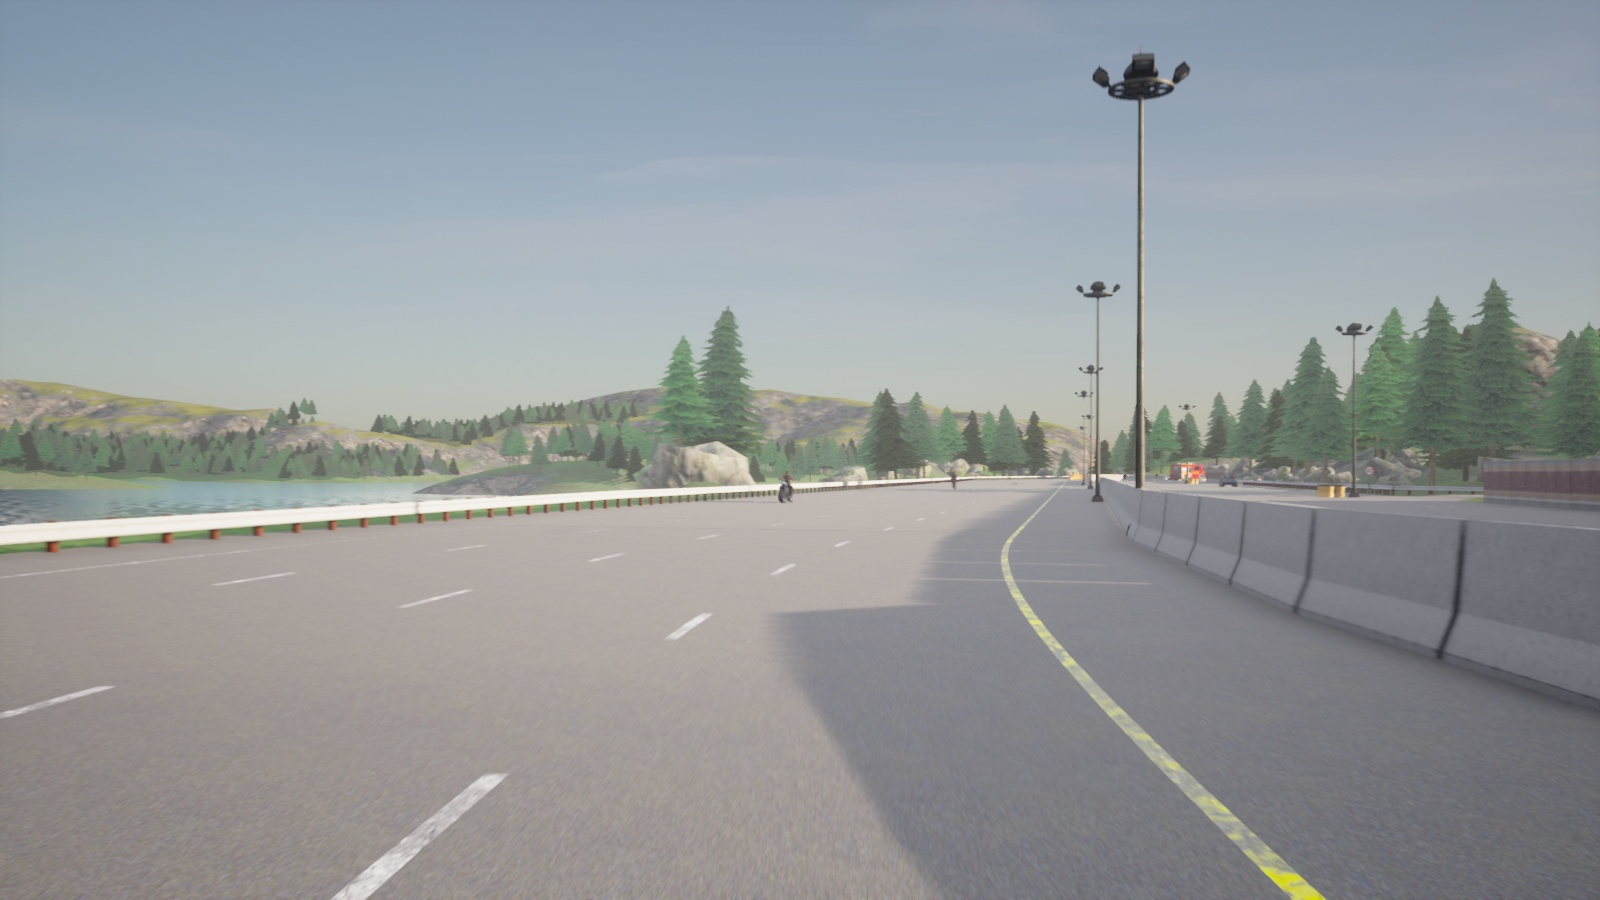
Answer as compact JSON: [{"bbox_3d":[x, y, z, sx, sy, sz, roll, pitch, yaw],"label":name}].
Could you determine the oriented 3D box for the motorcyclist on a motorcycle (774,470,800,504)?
[{"bbox_3d":[-0.621,1.784,61.015,0.766,1.649,2.350,0,-1,12],"label":"motorcyclist on a motorcycle"}]
